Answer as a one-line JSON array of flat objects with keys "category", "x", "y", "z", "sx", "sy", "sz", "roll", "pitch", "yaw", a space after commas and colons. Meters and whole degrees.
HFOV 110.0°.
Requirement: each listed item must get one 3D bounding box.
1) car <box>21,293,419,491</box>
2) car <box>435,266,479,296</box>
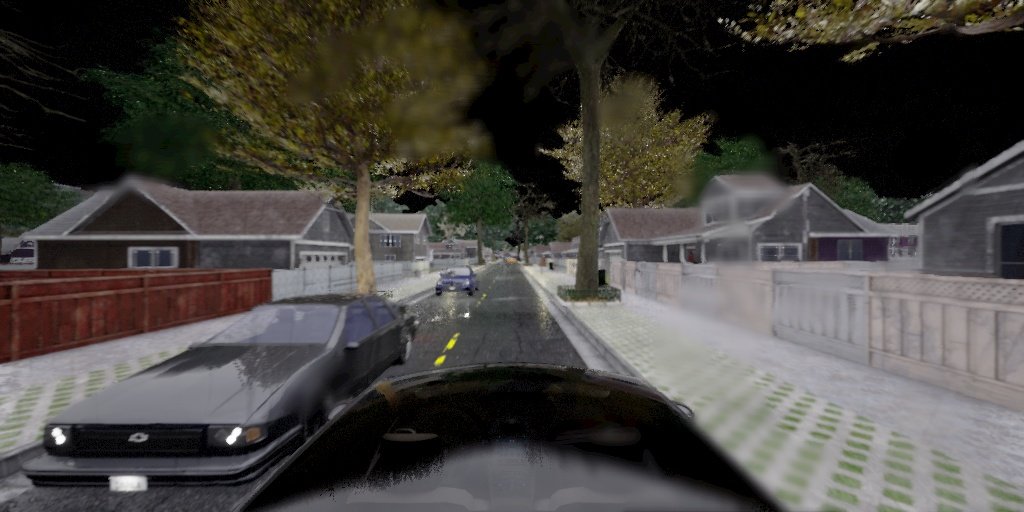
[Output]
[{"category": "car", "x": -2.853, "y": 1.301, "z": 5.322, "sx": 2.033, "sy": 1.411, "sz": 5.357, "roll": 0, "pitch": 0, "yaw": 0}, {"category": "car", "x": -2.848, "y": 1.282, "z": 19.420, "sx": 1.812, "sy": 1.442, "sz": 4.674, "roll": 0, "pitch": 0, "yaw": 0}]
